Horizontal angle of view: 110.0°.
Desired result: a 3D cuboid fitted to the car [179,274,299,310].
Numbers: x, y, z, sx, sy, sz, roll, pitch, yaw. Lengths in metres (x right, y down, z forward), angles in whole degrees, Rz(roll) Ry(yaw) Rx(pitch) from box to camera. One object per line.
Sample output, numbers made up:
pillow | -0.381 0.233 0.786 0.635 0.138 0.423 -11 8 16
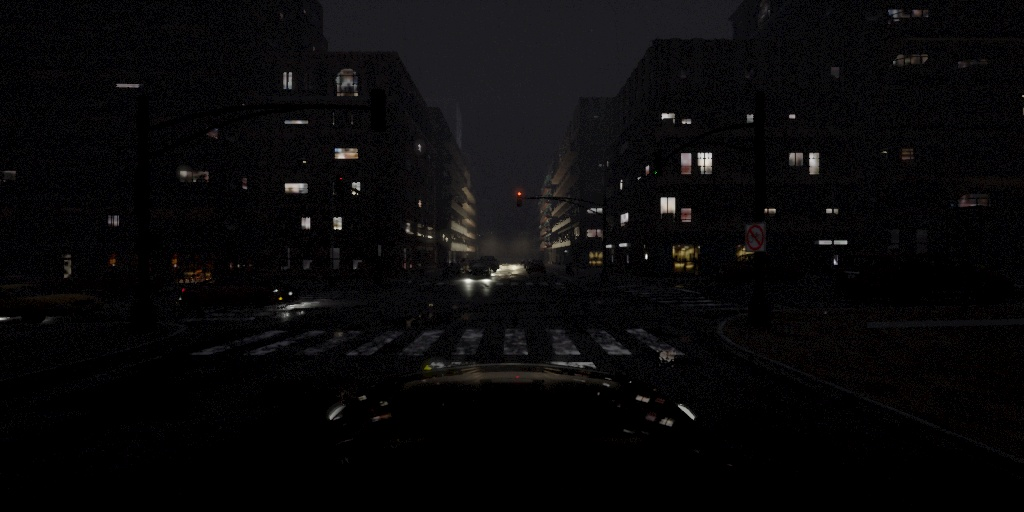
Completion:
car | -11.777 1.507 15.670 4.181 1.385 1.994 -1 0 -4

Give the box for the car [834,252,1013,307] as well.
car | 14.730 0.775 13.054 5.009 1.841 2.192 0 0 0

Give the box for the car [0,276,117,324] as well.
car | -17.611 1.585 12.829 4.829 1.417 1.751 0 0 0

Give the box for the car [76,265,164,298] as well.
car | -23.565 1.462 21.136 5.009 1.841 2.192 0 0 0

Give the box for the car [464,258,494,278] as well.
car | -3.044 1.233 34.119 1.882 1.535 5.008 0 0 0

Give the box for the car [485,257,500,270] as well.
car | -2.989 1.117 55.264 2.097 1.767 4.553 0 0 0

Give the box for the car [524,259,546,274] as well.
car | 2.759 1.198 40.803 1.967 1.591 4.097 0 0 0

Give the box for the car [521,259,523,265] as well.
car | 2.790 1.348 57.851 1.802 1.307 4.207 0 0 0

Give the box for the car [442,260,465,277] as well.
car | -5.631 1.322 35.134 1.948 1.339 4.313 0 0 0

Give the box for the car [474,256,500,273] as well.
car | -3.024 0.981 44.565 2.150 2.045 5.566 0 0 0

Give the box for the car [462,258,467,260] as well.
car | -5.621 1.283 40.646 1.751 1.417 4.829 0 0 0

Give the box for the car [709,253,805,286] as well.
car | 14.610 0.759 21.433 5.009 1.841 2.192 0 0 0
